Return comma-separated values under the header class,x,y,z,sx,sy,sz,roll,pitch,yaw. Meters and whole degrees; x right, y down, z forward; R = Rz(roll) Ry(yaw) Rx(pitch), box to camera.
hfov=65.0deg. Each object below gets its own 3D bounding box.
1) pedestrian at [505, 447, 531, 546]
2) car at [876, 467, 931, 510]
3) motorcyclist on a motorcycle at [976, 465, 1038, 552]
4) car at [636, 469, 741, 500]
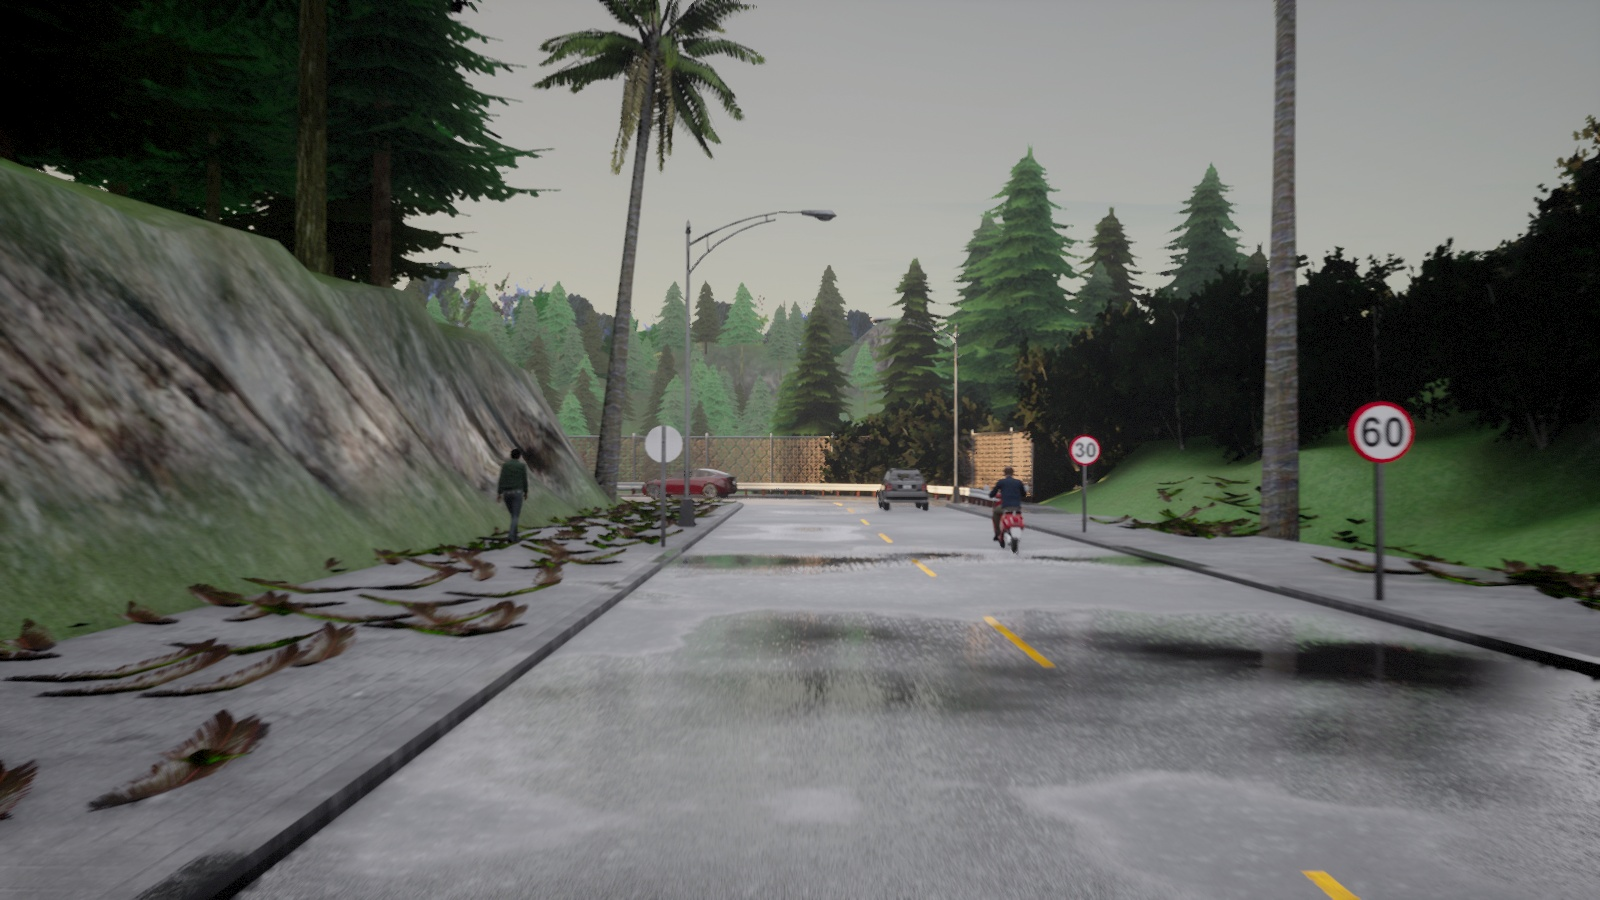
class,x,y,z,sx,sy,sz,roll,pitch,yaw
pedestrian,-5.371,0.875,23.898,0.353,1.847,0.614,0,-1,0
car,3.885,1.438,47.646,1.789,1.549,3.705,0,-1,0
motorcyclist on a motorcycle,3.942,1.083,24.017,0.866,1.590,1.817,0,-1,0
car,-5.543,1.709,62.756,4.792,1.488,2.163,0,-1,15
